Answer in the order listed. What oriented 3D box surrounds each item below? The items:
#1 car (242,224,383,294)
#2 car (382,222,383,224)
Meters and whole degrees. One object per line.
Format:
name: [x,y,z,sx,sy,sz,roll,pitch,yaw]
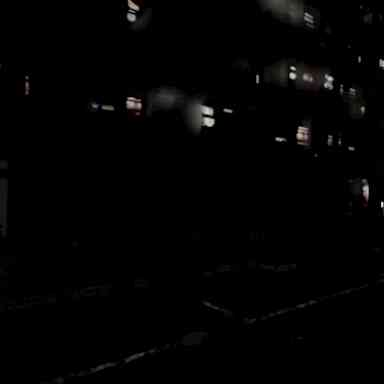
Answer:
car: [3.215,1.629,8.848,4.206,1.307,1.802,0,0,-36]
car: [7.847,1.629,12.154,4.507,1.381,1.887,0,0,-36]
